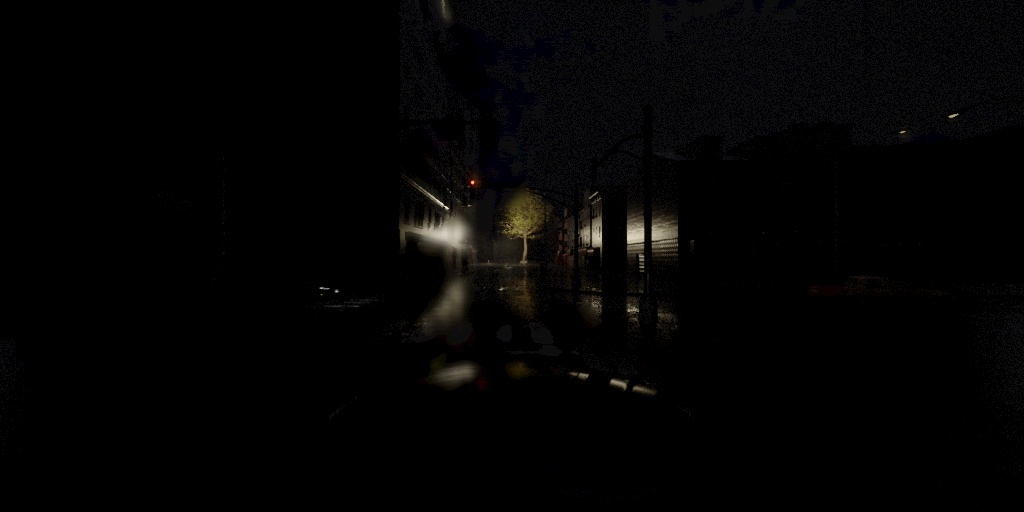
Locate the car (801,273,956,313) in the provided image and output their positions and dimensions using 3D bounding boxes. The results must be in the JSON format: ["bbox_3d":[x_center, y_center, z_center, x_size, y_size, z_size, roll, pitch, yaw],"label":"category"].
[{"bbox_3d":[13.901,1.346,13.713,4.829,1.417,1.751,0,0,0],"label":"car"}]

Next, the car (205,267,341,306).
[{"bbox_3d":[-9.618,1.200,14.649,4.892,1.490,1.837,0,0,-1],"label":"car"}]
